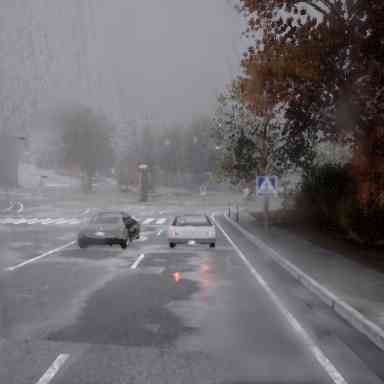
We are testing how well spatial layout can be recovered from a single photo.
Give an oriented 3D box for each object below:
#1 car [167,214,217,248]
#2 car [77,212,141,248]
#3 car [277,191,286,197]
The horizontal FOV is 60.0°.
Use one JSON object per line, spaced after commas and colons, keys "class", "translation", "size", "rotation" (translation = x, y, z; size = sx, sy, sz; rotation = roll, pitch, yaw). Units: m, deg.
{"class": "car", "translation": [0.000, 1.598, 14.697], "size": [1.895, 1.301, 4.718], "rotation": [0, 0, 0]}
{"class": "car", "translation": [-3.500, 1.554, 14.666], "size": [1.994, 1.385, 4.181], "rotation": [0, 0, 0]}
{"class": "car", "translation": [20.624, 0.456, 73.539], "size": [1.994, 1.385, 4.181], "rotation": [0, 2, -15]}
